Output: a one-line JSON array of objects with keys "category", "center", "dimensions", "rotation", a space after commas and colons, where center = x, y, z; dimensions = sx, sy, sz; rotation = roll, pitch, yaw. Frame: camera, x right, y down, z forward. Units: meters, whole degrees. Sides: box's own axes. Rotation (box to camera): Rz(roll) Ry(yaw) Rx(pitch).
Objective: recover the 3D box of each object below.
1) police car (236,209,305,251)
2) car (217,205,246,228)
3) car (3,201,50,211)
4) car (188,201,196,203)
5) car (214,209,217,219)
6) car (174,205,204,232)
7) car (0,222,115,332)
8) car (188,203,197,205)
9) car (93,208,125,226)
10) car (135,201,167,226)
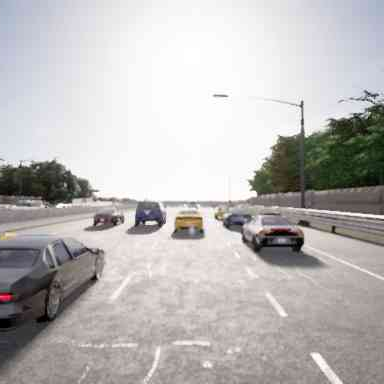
[{"category": "police car", "center": [3.501, 1.753, 15.364], "dimensions": [2.038, 1.542, 4.974], "rotation": [0, -1, 0]}, {"category": "car", "center": [3.503, 1.991, 26.406], "dimensions": [2.163, 1.488, 4.792], "rotation": [0, -1, 0]}, {"category": "car", "center": [-17.544, 1.930, 35.000], "dimensions": [2.150, 2.045, 5.566], "rotation": [0, -2, 1]}, {"category": "car", "center": [0.009, 3.154, 74.824], "dimensions": [2.150, 2.045, 5.566], "rotation": [0, -2, 0]}, {"category": "car", "center": [3.504, 2.237, 37.577], "dimensions": [1.801, 1.575, 5.366], "rotation": [0, -2, 0]}, {"category": "car", "center": [-0.182, 1.889, 23.173], "dimensions": [1.882, 1.535, 5.008], "rotation": [0, -1, 1]}, {"category": "car", "center": [-3.399, 1.655, 7.364], "dimensions": [2.033, 1.411, 5.357], "rotation": [0, -1, 0]}, {"category": "car", "center": [0.088, 3.004, 57.855], "dimensions": [1.895, 1.301, 4.718], "rotation": [0, -2, 0]}, {"category": "car", "center": [-6.897, 2.048, 27.886], "dimensions": [1.812, 1.442, 4.674], "rotation": [0, -1, 0]}, {"category": "car", "center": [-3.397, 1.746, 27.975], "dimensions": [2.150, 2.045, 5.566], "rotation": [0, -1, 0]}]
